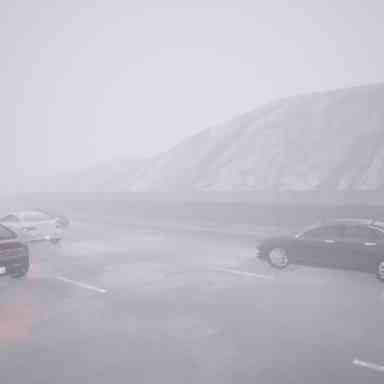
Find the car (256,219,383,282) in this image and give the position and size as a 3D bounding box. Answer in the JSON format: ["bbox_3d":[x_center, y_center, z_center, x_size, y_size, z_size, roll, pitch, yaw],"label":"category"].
[{"bbox_3d":[4.266,1.544,9.666,4.892,1.490,1.837,0,0,36],"label":"car"}]

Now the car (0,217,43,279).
[{"bbox_3d":[-6.210,1.539,9.059,4.892,1.490,1.837,0,0,40],"label":"car"}]

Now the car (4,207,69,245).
[{"bbox_3d":[-7.488,1.582,14.803,4.674,1.442,1.812,0,0,42],"label":"car"}]
